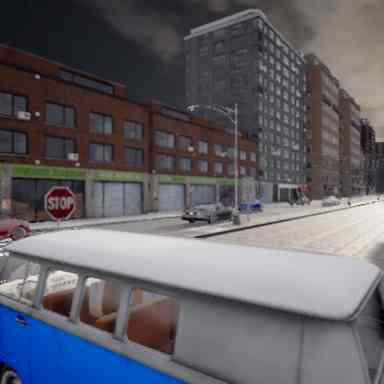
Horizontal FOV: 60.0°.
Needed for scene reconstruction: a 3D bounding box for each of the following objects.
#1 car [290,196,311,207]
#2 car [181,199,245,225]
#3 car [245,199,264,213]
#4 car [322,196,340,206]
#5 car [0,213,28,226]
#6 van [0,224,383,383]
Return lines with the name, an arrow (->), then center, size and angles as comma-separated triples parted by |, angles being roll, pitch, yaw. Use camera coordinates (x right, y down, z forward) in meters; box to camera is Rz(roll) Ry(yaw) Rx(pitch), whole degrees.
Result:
car -> 15.854, 1.308, 48.560 | 1.812, 1.442, 4.674 | 0, 0, 36
car -> 1.396, 1.455, 23.440 | 2.033, 1.411, 5.357 | 0, 0, 35
car -> 5.829, 1.381, 34.714 | 1.882, 1.535, 5.008 | 0, 0, 36
car -> 21.492, 1.364, 51.554 | 1.812, 1.442, 4.674 | 0, 0, 36
car -> -9.093, 1.483, 13.874 | 1.994, 1.385, 4.181 | 0, 0, 36
van -> -0.339, 1.332, 3.058 | 3.998, 1.788, 1.690 | 0, 0, 35
